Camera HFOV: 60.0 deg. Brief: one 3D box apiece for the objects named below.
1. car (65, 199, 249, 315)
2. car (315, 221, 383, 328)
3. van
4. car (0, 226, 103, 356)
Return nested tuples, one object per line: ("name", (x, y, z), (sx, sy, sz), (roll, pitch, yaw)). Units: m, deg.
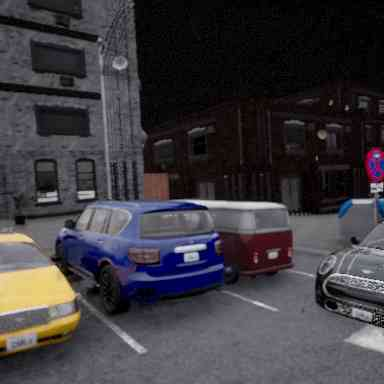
("car", (-1.563, 1.217, 7.924), (2.435, 2.045, 5.566), (0, 0, -35))
("car", (4.436, 1.327, 6.577), (4.553, 1.767, 2.097), (0, 0, -38))
("van", (0.659, 1.231, 9.616), (1.878, 1.987, 4.442), (0, 0, -35))
("car", (-3.608, 1.475, 6.203), (1.946, 1.575, 5.366), (0, 0, -35))
